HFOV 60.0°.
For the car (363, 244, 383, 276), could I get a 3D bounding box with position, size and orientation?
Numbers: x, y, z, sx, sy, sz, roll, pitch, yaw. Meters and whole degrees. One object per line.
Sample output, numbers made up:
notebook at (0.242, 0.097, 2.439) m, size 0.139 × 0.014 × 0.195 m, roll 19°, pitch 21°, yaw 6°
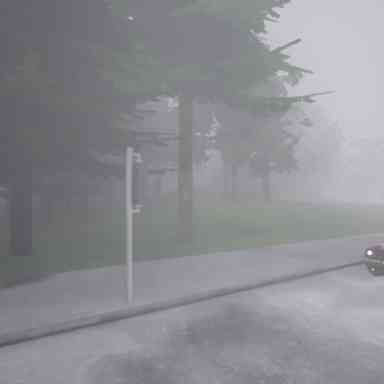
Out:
car at (7.038, 1.781, 9.844) m, size 4.718 × 1.301 × 1.895 m, roll 1°, pitch -1°, yaw -37°
